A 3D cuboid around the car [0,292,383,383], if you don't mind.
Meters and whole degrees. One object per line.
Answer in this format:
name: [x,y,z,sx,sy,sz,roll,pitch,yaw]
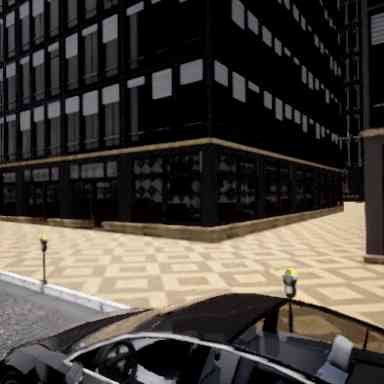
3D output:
car: [0.168,1.565,2.728,4.313,1.339,1.947,0,-1,36]
